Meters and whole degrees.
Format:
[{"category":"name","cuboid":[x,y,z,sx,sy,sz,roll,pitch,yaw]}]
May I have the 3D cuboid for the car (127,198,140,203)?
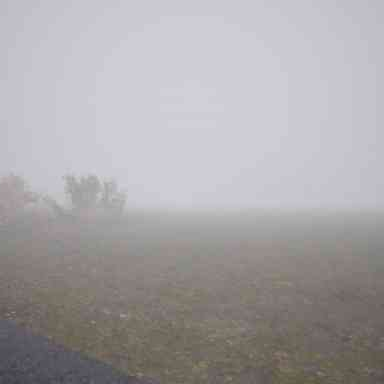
[{"category":"car","cuboid":[-14.107,2.111,82.027,1.882,1.535,5.008,-1,-1,36]}]
